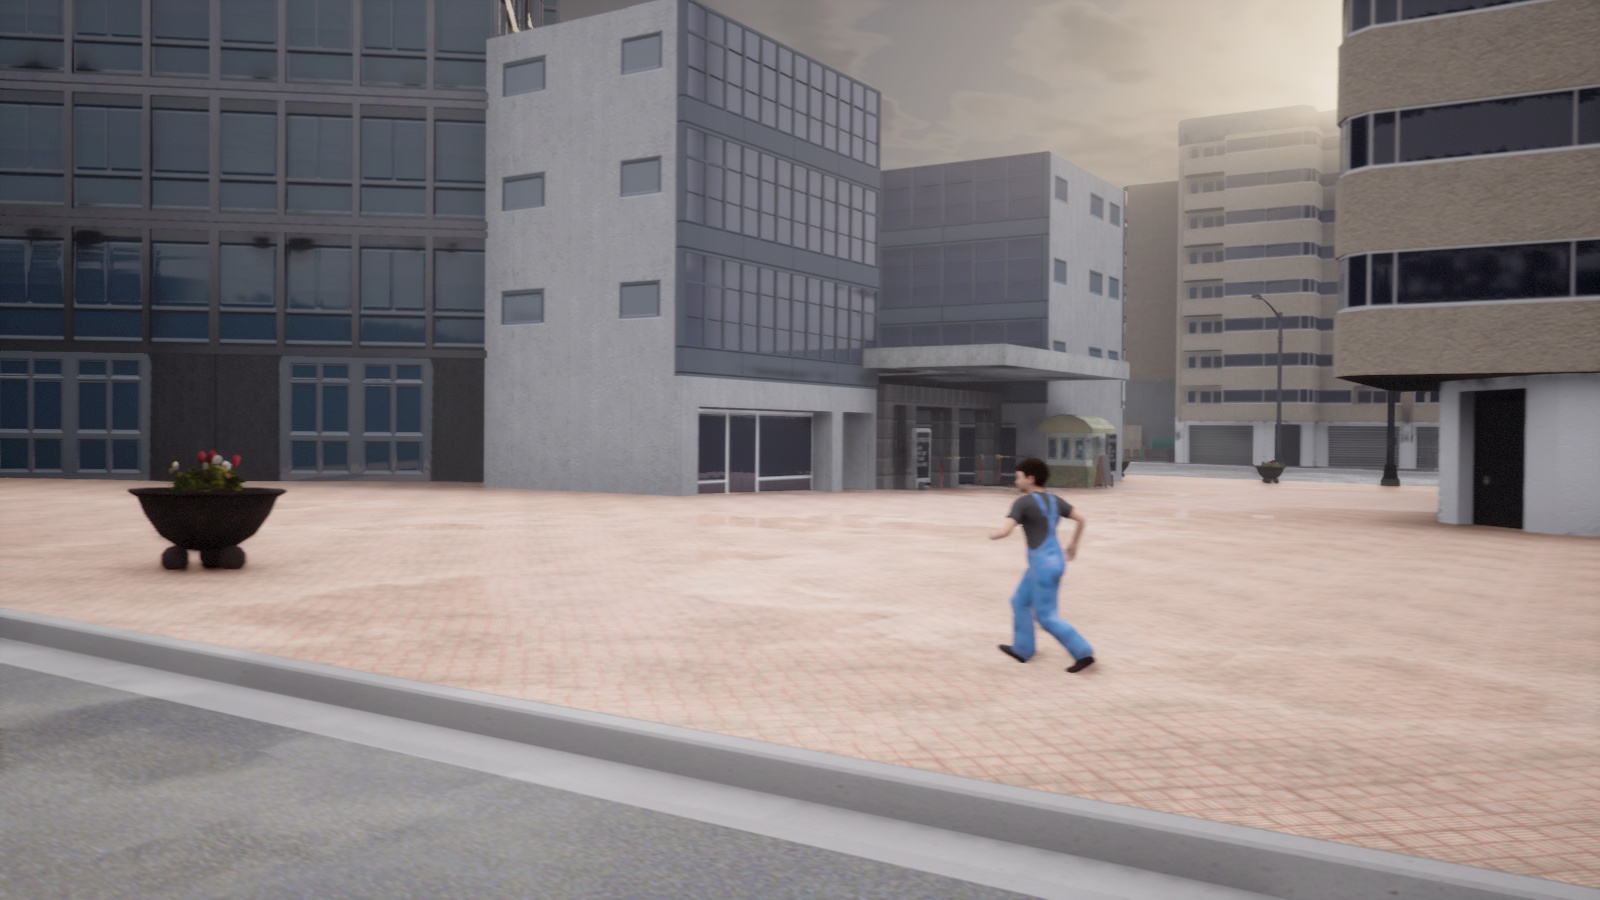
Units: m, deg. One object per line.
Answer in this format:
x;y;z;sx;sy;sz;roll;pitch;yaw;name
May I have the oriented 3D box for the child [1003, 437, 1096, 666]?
1.419;0.558;7.152;0.437;1.263;0.270;0;1;35;child
